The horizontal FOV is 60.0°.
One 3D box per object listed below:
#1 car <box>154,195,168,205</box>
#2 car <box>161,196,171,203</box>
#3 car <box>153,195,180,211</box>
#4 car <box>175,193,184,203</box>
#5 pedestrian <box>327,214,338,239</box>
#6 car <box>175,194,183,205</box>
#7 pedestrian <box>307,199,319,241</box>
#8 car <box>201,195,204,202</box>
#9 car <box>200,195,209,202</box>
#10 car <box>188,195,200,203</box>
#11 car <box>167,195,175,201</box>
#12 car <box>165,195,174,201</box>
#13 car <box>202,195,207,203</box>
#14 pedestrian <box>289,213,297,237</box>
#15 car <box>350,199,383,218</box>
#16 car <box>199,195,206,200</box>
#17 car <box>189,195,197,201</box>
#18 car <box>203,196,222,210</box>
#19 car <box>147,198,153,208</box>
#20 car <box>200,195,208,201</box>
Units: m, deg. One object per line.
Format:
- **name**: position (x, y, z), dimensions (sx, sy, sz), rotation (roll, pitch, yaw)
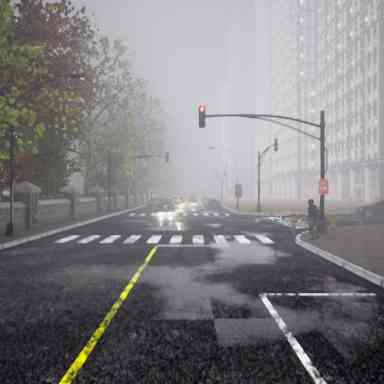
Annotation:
- **car**: position (-5.523, 1.432, 59.698), dimensions (1.967, 1.590, 4.097), rotation (0, 0, 0)
- **car**: position (-5.492, 1.523, 70.793), dimensions (1.752, 1.417, 4.829), rotation (0, 0, 0)
- **car**: position (-2.983, 1.478, 39.970), dimensions (2.128, 1.511, 4.902), rotation (0, 0, 0)
- **car**: position (-2.804, 1.203, 71.114), dimensions (2.150, 2.045, 5.566), rotation (0, 0, 0)
- **pedestrian**: position (6.281, 1.510, 14.723), dimensions (0.500, 1.100, 0.500), rotation (0, 0, 0)
- **car**: position (-2.924, 1.467, 55.537), dimensions (1.882, 1.535, 5.008), rotation (0, 0, 0)
- **pedestrian**: position (5.118, 1.132, 14.127), dimensions (0.375, 1.860, 0.375), rotation (0, 0, 0)
- **car**: position (2.841, 1.555, 54.042), dimensions (1.947, 1.339, 4.313), rotation (0, 0, 0)
- **car**: position (2.904, 1.443, 76.572), dimensions (1.967, 1.590, 4.097), rotation (0, 0, 0)
- **car**: position (0.194, 1.584, 70.101), dimensions (1.895, 1.301, 4.718), rotation (0, 0, 0)
- **car**: position (-5.446, 1.558, 87.859), dimensions (1.887, 1.381, 4.507), rotation (0, 0, 0)
- **car**: position (-5.460, 1.448, 82.227), dimensions (1.967, 1.590, 4.097), rotation (0, 0, 0)
- **car**: position (2.825, 1.554, 48.410), dimensions (1.947, 1.339, 4.313), rotation (0, 0, 0)
- **pedestrian**: position (4.740, 1.508, 15.327), dimensions (0.500, 1.100, 0.500), rotation (0, 0, 0)
- **car**: position (14.879, 1.242, 25.955), dimensions (4.674, 1.442, 1.812), rotation (-1, 0, 0)
- **car**: position (2.950, 1.570, 93.468), dimensions (2.008, 1.369, 4.403), rotation (0, 0, 0)
- **car**: position (0.222, 1.380, 80.071), dimensions (1.837, 1.490, 4.892), rotation (0, 0, 0)
- **car**: position (2.810, 1.554, 42.777), dimensions (1.947, 1.339, 4.313), rotation (0, 0, 0)
- **car**: position (-5.555, 1.570, 48.433), dimensions (1.802, 1.307, 4.206), rotation (0, 0, 0)
- **car**: position (2.920, 1.448, 82.204), dimensions (1.967, 1.590, 4.097), rotation (0, 0, 0)
